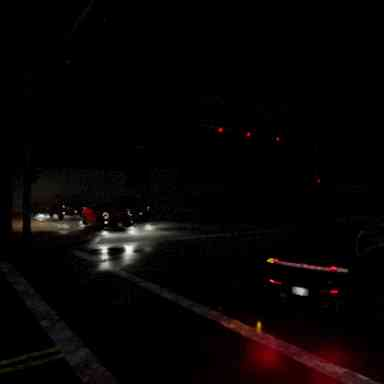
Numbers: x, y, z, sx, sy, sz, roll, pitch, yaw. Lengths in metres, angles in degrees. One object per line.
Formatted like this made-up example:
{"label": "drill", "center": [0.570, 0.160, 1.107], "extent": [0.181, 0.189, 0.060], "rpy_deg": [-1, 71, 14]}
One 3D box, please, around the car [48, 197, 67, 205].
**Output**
{"label": "car", "center": [-24.739, 1.616, 61.034], "extent": [2.128, 1.511, 4.902], "rpy_deg": [1, 0, -36]}

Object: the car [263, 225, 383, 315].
{"label": "car", "center": [3.336, 1.546, 7.844], "extent": [2.128, 1.511, 4.902], "rpy_deg": [1, 0, 36]}

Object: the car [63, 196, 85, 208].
{"label": "car", "center": [-18.828, 1.475, 52.798], "extent": [2.097, 1.767, 4.553], "rpy_deg": [1, 0, -36]}

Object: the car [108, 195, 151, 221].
{"label": "car", "center": [-5.530, 1.312, 27.907], "extent": [2.150, 2.045, 5.566], "rpy_deg": [1, 0, -35]}

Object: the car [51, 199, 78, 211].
{"label": "car", "center": [-16.769, 1.642, 43.591], "extent": [2.033, 1.411, 5.357], "rpy_deg": [1, 0, -35]}

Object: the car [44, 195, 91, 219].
{"label": "car", "center": [-11.259, 1.287, 29.884], "extent": [2.150, 2.045, 5.566], "rpy_deg": [1, 0, -36]}

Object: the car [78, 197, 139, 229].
{"label": "car", "center": [-5.669, 1.416, 22.088], "extent": [2.097, 1.767, 4.553], "rpy_deg": [1, 0, -36]}

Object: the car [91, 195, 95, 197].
{"label": "car", "center": [-11.559, 1.314, 36.316], "extent": [2.150, 2.045, 5.566], "rpy_deg": [1, 0, -36]}

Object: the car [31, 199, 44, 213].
{"label": "car", "center": [-17.123, 1.559, 38.072], "extent": [2.128, 1.511, 4.902], "rpy_deg": [1, 0, -36]}
